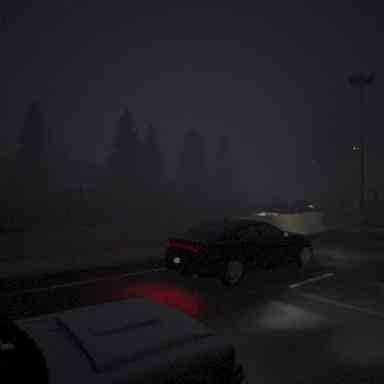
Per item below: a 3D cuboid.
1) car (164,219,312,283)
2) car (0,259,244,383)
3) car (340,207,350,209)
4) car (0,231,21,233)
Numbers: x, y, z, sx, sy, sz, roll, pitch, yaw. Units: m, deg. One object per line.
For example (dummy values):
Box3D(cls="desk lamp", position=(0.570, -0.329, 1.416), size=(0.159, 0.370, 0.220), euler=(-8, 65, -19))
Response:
Box3D(cls="car", position=(1.551, 1.514, 9.653), size=(5.008, 1.535, 1.882), euler=(0, 0, -39))
Box3D(cls="car", position=(-1.842, 1.611, 2.559), size=(4.718, 1.301, 1.895), euler=(0, 0, -36))
Box3D(cls="car", position=(20.401, 1.665, 44.068), size=(1.837, 1.490, 4.892), euler=(0, 0, 28))
Box3D(cls="car", position=(-8.391, 1.589, 10.906), size=(5.357, 1.411, 2.033), euler=(0, 0, -35))
